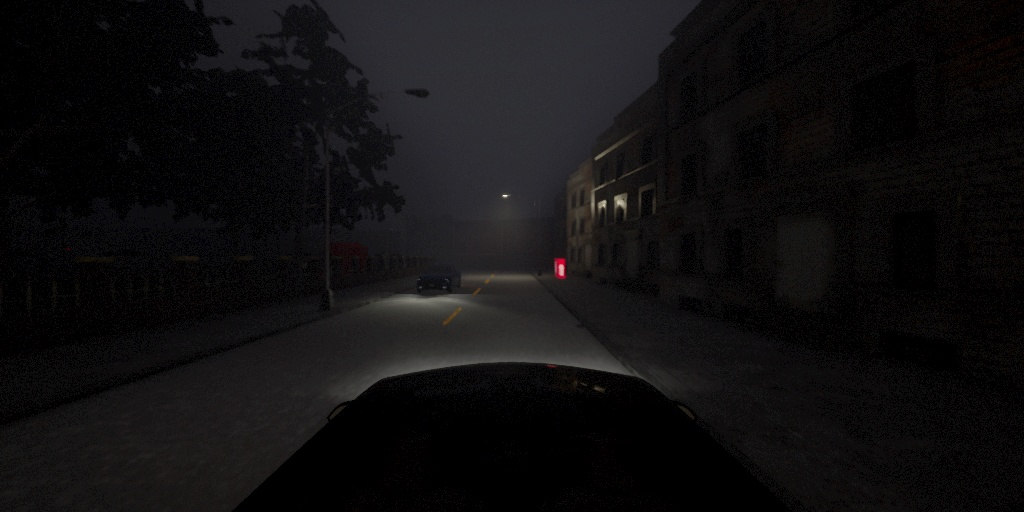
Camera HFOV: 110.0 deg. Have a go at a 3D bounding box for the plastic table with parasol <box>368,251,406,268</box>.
[{"bbox_3d":[-13.056,0.739,37.471,2.482,2.480,2.482,0,0,-40],"label":"plastic table with parasol"}]

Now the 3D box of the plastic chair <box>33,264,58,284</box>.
[{"bbox_3d":[-32.944,1.298,25.339,0.730,1.272,0.750,0,0,-40],"label":"plastic chair"}]

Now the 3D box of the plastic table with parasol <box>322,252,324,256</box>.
[{"bbox_3d":[-20.971,0.636,41.038,2.482,2.480,2.482,0,0,-38],"label":"plastic table with parasol"}]

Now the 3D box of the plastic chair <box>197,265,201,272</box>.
[{"bbox_3d":[-36.035,1.318,40.555,0.730,1.272,0.750,0,0,-35],"label":"plastic chair"}]

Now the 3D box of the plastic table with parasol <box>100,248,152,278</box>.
[{"bbox_3d":[-31.314,0.626,29.019,2.482,2.480,2.482,0,0,-39],"label":"plastic table with parasol"}]

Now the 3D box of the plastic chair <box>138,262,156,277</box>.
[{"bbox_3d":[-30.321,1.225,29.801,0.730,1.272,0.750,0,0,-40],"label":"plastic chair"}]

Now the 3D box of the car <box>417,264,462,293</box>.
[{"bbox_3d":[-4.098,1.229,20.789,1.882,1.535,5.008,0,0,0],"label":"car"}]

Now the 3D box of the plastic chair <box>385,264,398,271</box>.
[{"bbox_3d":[-12.325,1.343,36.472,0.750,1.272,0.730,0,0,-40],"label":"plastic chair"}]

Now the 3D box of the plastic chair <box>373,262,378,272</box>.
[{"bbox_3d":[-14.031,1.343,36.571,0.730,1.272,0.750,0,0,-35],"label":"plastic chair"}]

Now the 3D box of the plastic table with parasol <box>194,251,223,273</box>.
[{"bbox_3d":[-35.060,0.707,41.455,2.482,2.480,2.482,0,0,-40],"label":"plastic table with parasol"}]

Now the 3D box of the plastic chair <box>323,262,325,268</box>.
[{"bbox_3d":[-16.676,1.343,32.745,0.730,1.272,0.750,0,0,-35],"label":"plastic chair"}]

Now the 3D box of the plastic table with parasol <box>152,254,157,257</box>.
[{"bbox_3d":[-34.576,0.679,32.818,2.482,2.480,2.482,0,0,-41],"label":"plastic table with parasol"}]

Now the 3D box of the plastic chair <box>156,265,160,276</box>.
[{"bbox_3d":[-33.693,1.221,33.531,0.730,1.272,0.750,0,0,-42],"label":"plastic chair"}]

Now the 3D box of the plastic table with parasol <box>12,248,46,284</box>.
[{"bbox_3d":[-33.966,0.700,24.603,2.482,2.480,2.482,0,0,-40],"label":"plastic table with parasol"}]

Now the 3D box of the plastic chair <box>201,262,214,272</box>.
[{"bbox_3d":[-34.328,1.282,40.458,0.750,1.272,0.730,0,0,-40],"label":"plastic chair"}]

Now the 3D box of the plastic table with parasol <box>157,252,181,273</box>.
[{"bbox_3d":[-39.550,0.742,41.022,2.482,2.480,2.482,0,0,-40],"label":"plastic table with parasol"}]

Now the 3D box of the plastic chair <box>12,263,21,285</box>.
[{"bbox_3d":[-33.234,1.301,23.604,0.750,1.272,0.730,0,0,-40],"label":"plastic chair"}]

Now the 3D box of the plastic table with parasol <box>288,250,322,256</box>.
[{"bbox_3d":[-20.518,0.679,35.107,2.482,2.480,2.482,0,0,-38],"label":"plastic table with parasol"}]

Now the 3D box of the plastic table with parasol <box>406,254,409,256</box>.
[{"bbox_3d":[-13.274,0.740,41.821,2.482,2.480,2.482,0,0,0],"label":"plastic table with parasol"}]

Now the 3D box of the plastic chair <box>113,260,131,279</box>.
[{"bbox_3d":[-30.607,1.166,28.048,0.750,1.272,0.730,0,0,-39],"label":"plastic chair"}]

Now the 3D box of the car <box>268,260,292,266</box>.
[{"bbox_3d":[-32.111,1.227,51.096,4.892,1.490,1.837,0,0,0],"label":"car"}]

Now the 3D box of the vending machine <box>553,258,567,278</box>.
[{"bbox_3d":[4.299,1.167,31.749,1.100,2.100,0.880,0,0,0],"label":"vending machine"}]

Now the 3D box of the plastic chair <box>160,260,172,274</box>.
[{"bbox_3d":[-38.819,1.346,40.023,0.750,1.272,0.730,0,0,-40],"label":"plastic chair"}]

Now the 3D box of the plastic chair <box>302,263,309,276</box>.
[{"bbox_3d":[-19.699,1.272,34.260,0.750,1.272,0.730,0,0,-44],"label":"plastic chair"}]

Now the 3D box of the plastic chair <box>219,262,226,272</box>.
[{"bbox_3d":[-34.053,1.292,42.191,0.730,1.272,0.750,0,0,-40],"label":"plastic chair"}]

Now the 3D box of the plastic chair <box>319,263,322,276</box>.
[{"bbox_3d":[-19.492,1.318,35.644,0.730,1.272,0.750,0,0,-38],"label":"plastic chair"}]
